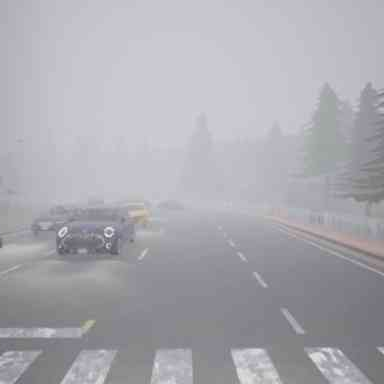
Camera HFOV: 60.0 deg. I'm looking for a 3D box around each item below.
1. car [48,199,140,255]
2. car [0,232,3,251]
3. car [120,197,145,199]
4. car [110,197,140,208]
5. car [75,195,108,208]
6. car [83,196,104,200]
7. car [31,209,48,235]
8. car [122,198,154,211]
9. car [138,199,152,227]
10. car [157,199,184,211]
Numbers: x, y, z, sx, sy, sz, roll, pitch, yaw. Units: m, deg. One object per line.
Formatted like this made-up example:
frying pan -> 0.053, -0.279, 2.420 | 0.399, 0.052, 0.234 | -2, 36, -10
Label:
car -> -3.591, 1.351, 13.178 | 2.097, 1.767, 4.553 | 0, 0, 0
car -> -7.091, 1.523, 9.108 | 1.812, 1.442, 4.674 | 0, 0, 0
car -> -5.538, 1.356, 31.873 | 2.097, 1.767, 4.553 | 0, 0, -19
car -> -10.063, 1.532, 49.833 | 4.674, 1.442, 1.812 | 0, 0, 36
car -> -14.790, 1.355, 48.903 | 4.553, 1.767, 2.097 | 0, 0, 32
car -> -8.241, 1.354, 28.604 | 2.097, 1.767, 4.553 | 0, 0, -16
car -> -7.221, 1.492, 18.669 | 2.128, 1.511, 4.902 | 0, 0, -1
car -> -6.908, 1.511, 41.888 | 1.837, 1.490, 4.892 | 0, 0, -39
car -> -3.935, 1.480, 22.767 | 1.882, 1.535, 5.008 | 0, 0, -4
car -> -2.716, 1.571, 41.394 | 1.994, 1.385, 4.181 | 0, 0, -32
